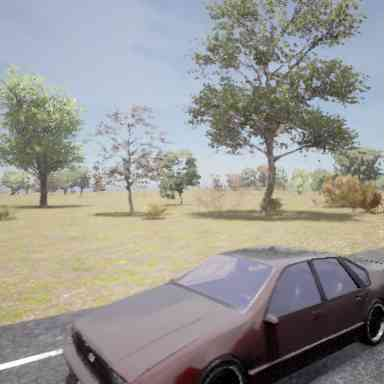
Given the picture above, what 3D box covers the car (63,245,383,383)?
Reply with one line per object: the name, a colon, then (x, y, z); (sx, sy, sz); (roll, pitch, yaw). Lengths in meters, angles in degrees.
car: (1.103, 1.551, 4.797); (5.357, 1.411, 2.033); (0, 0, -36)
